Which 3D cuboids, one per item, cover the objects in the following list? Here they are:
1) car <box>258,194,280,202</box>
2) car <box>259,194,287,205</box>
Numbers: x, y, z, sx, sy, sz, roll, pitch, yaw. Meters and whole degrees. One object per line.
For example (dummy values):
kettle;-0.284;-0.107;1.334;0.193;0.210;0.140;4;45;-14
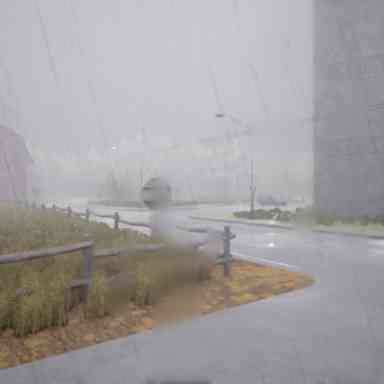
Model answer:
car;16.842;1.279;73.302;1.932;1.855;4.605;0;0;-36
car;13.298;1.457;54.340;2.242;1.667;4.611;0;0;-36
